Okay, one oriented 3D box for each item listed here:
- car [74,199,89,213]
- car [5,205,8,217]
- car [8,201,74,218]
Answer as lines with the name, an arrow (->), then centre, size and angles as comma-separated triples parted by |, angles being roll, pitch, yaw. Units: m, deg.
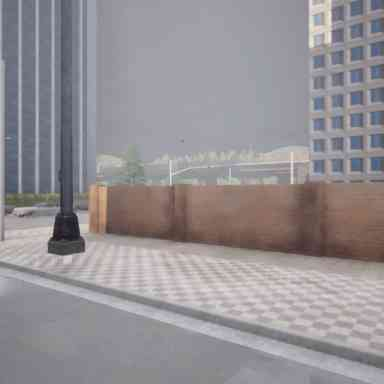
car -> -12.417, 1.547, 37.596 | 2.033, 1.411, 5.357 | 0, 0, 35
car -> -18.278, 1.547, 29.290 | 2.033, 1.411, 5.357 | 0, 0, 32
car -> -13.475, 1.601, 29.985 | 1.895, 1.301, 4.718 | 0, 0, 35
